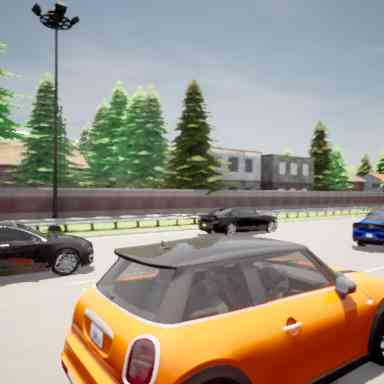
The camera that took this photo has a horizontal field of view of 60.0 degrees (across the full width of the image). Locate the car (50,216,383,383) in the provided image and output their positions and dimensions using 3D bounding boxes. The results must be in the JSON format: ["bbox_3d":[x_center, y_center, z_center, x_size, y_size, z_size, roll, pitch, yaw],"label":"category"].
[{"bbox_3d":[0.837,1.369,4.344,4.553,1.767,2.097,0,0,-36],"label":"car"}]

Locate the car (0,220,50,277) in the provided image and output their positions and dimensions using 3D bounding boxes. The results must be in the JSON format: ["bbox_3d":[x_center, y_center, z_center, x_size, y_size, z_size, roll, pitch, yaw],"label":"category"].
[{"bbox_3d":[-5.073,1.511,8.725,4.892,1.490,1.837,0,0,-36],"label":"car"}]

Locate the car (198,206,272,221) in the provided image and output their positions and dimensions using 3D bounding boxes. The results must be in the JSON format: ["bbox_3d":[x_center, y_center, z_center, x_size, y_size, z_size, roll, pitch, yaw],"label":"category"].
[{"bbox_3d":[2.646,1.551,18.535,5.008,1.535,1.882,0,0,-36],"label":"car"}]

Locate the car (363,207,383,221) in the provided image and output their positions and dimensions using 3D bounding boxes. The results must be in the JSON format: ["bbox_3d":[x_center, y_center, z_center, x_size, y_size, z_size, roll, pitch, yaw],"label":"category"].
[{"bbox_3d":[8.939,1.567,14.427,5.008,1.535,1.882,0,0,-36],"label":"car"}]
